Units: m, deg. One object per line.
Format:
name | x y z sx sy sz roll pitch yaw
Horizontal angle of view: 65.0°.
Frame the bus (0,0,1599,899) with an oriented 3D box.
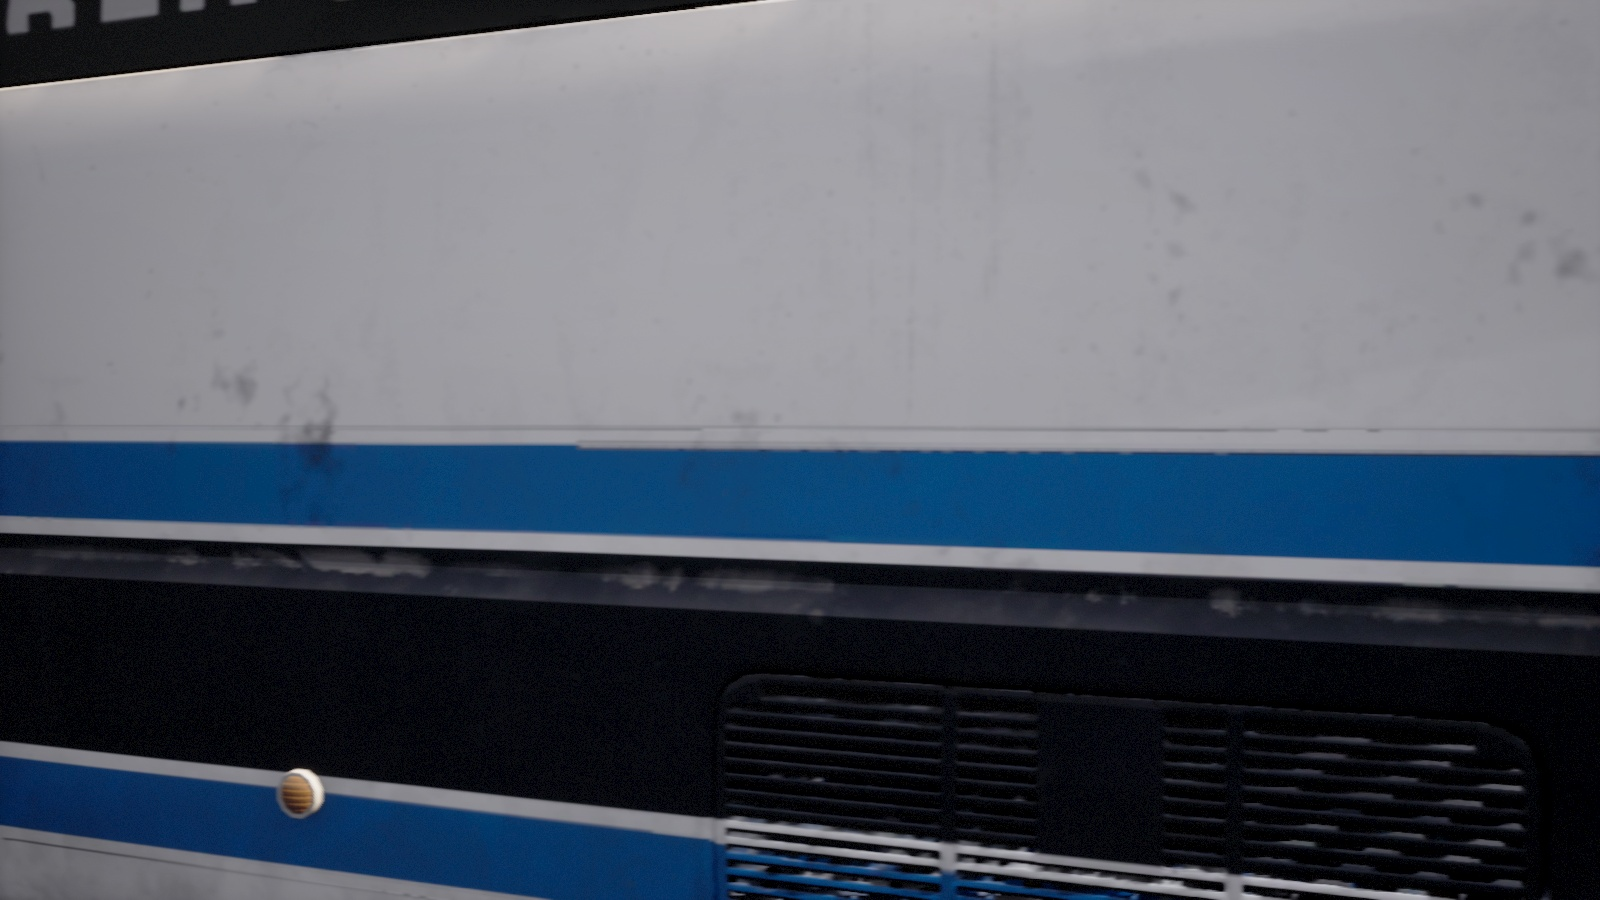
bus | 0.069 -0.609 3.678 10.273 4.253 3.944 1 1 19
